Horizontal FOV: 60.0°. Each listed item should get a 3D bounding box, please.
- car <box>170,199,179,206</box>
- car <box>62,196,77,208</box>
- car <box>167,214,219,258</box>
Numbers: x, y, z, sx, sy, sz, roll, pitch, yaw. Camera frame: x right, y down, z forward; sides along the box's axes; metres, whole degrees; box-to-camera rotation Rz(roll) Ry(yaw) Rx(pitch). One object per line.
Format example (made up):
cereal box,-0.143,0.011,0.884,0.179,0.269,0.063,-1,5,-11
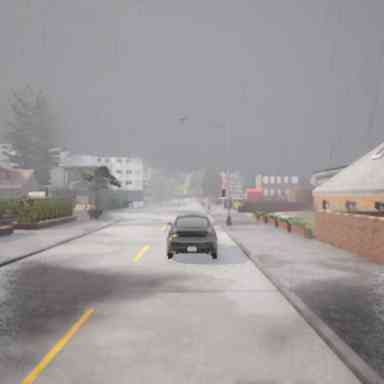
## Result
car,-3.976,2.371,76.760,1.812,1.442,4.674,0,-1,0
car,-19.743,1.560,51.907,1.905,1.878,3.866,0,-1,35
car,0.020,1.657,13.485,1.837,1.490,4.892,0,0,0
